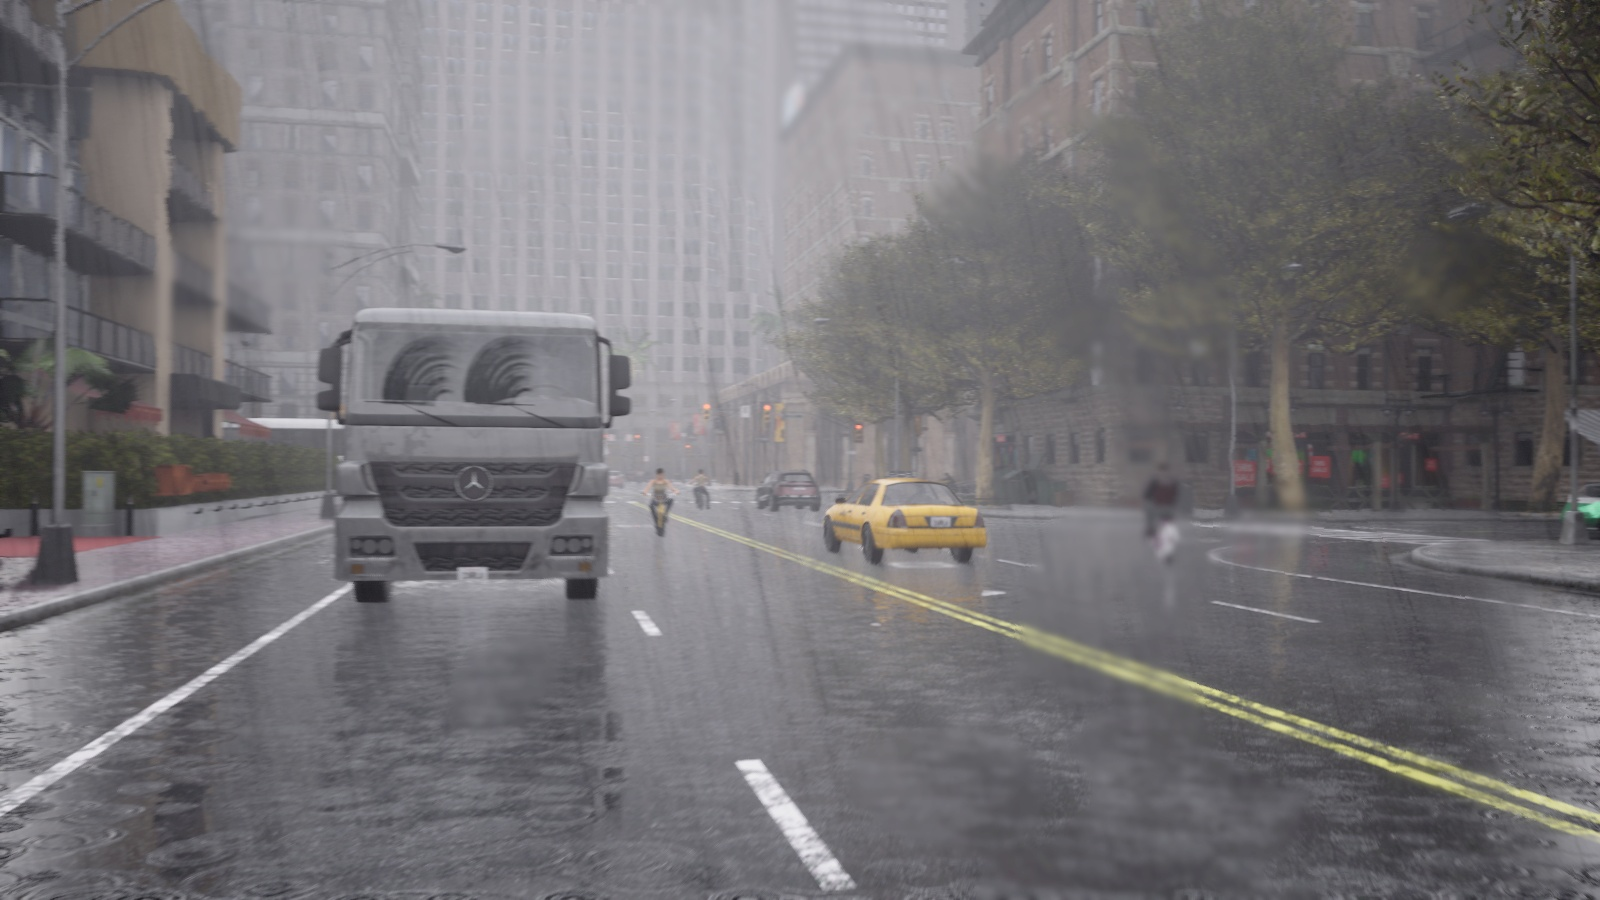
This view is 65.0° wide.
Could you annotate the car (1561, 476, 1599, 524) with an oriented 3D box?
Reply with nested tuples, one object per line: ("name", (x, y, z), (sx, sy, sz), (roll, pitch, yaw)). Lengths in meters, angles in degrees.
("car", (24.153, 1.465, 37.333), (2.207, 1.376, 1.481), (0, -1, -11))

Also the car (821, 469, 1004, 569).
("car", (1.846, 1.131, 22.592), (1.801, 1.575, 5.366), (0, -1, -12))

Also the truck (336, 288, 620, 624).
("truck", (-4.169, 0.126, 17.135), (2.891, 3.462, 7.936), (0, -1, -12))

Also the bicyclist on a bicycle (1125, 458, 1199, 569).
("bicyclist on a bicycle", (6.074, 1.033, 21.155), (0.659, 1.776, 1.843), (1, -1, -1))

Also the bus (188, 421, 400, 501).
("bus", (-27.688, 0.639, 69.354), (10.273, 4.253, 3.944), (0, -1, -11))

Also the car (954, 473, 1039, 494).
("car", (13.416, 2.283, 85.655), (5.357, 1.411, 2.033), (0, -1, -11))

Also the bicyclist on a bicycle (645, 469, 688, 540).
("bicyclist on a bicycle", (-3.122, 1.248, 29.330), (0.866, 1.612, 1.509), (0, -1, -11))

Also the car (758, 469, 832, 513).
("car", (-0.276, 1.585, 50.007), (2.033, 1.649, 4.856), (0, -1, -12))
